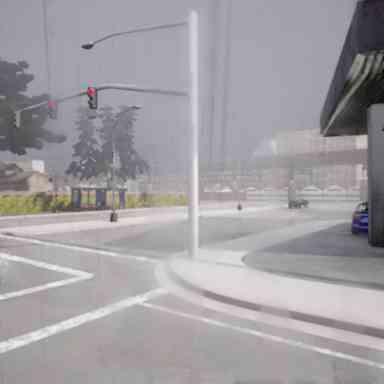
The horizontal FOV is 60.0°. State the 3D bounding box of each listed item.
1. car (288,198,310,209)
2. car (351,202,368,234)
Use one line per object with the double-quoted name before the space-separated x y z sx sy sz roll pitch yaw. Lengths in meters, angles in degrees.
"car" 14.910 1.594 46.326 1.837 1.490 4.892 0 0 36
"car" 9.861 1.306 17.440 2.242 1.667 4.611 0 0 37
